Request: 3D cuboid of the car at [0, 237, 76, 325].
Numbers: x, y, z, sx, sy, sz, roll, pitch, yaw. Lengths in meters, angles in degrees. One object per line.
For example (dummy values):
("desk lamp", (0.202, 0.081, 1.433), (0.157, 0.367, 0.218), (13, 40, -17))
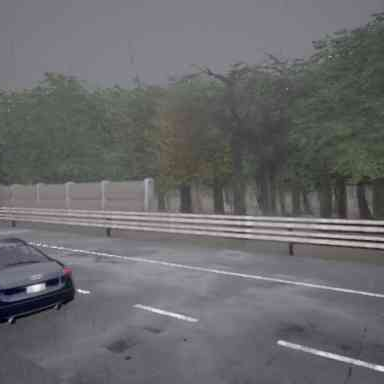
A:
("car", (-4.327, 1.654, 6.899), (4.181, 1.385, 1.994), (-1, -1, 35))
